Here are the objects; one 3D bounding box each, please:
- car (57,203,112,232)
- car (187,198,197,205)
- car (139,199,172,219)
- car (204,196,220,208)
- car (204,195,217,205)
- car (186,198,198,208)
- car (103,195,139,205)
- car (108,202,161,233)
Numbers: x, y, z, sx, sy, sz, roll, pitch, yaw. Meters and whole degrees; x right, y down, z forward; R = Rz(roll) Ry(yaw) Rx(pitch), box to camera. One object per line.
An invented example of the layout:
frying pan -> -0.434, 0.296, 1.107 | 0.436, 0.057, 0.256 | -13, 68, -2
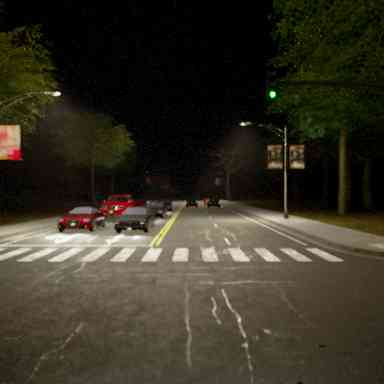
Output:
car -> -6.563, 1.590, 20.323 | 1.994, 1.385, 4.181 | 0, 0, 0
car -> -0.007, 1.715, 60.583 | 1.895, 1.301, 4.718 | 0, 0, 0
car -> -3.300, 1.588, 30.348 | 2.033, 1.411, 5.357 | 0, 0, 0
car -> 3.244, 1.631, 50.129 | 2.033, 1.411, 5.357 | 0, 0, 0
car -> 3.243, 1.467, 60.524 | 2.097, 1.767, 4.553 | 0, 0, 0
car -> -0.006, 1.631, 50.127 | 2.033, 1.411, 5.357 | 0, 0, 0
car -> -6.556, 1.261, 29.803 | 2.150, 2.045, 5.566 | 0, 0, 0
car -> -3.315, 1.574, 20.270 | 2.033, 1.411, 5.357 | 0, 0, 0
